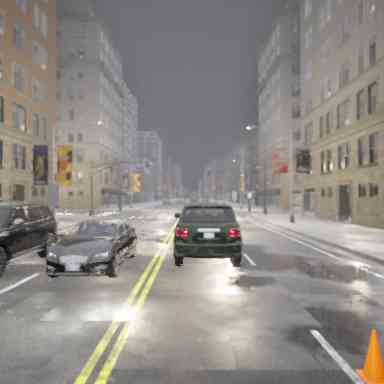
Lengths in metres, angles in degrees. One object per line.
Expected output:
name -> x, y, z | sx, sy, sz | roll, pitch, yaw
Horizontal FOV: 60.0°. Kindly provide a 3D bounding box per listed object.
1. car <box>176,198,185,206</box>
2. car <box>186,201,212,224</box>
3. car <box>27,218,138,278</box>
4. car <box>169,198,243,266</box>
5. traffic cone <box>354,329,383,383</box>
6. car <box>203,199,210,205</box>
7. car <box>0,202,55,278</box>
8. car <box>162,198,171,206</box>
car -> -2.676, 2.396, 78.965 | 2.097, 1.767, 4.553 | 0, -1, 0
car -> 0.547, 1.730, 28.785 | 2.097, 1.767, 4.553 | 0, -1, 0
car -> -2.936, 1.631, 10.660 | 2.128, 1.511, 4.902 | 0, -1, 0
car -> 0.511, 1.383, 12.316 | 2.150, 2.045, 5.566 | 0, -1, 0
traffic cone -> 2.266, 2.011, 4.137 | 0.340, 0.580, 0.340 | 0, -1, 0
car -> 3.847, 2.664, 88.742 | 1.837, 1.490, 4.892 | 0, -1, 0
car -> -6.189, 1.359, 10.563 | 2.150, 2.045, 5.566 | 0, -1, 0
car -> -5.926, 2.395, 78.972 | 2.097, 1.767, 4.553 | 0, -1, 0
